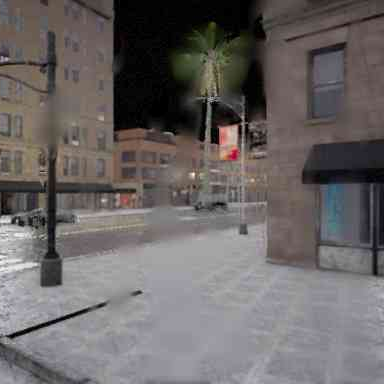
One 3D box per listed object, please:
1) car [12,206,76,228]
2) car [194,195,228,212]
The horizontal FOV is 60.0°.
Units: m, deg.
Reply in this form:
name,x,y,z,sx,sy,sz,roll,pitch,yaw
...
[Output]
name,x,y,z,sx,sy,sz,roll,pitch,yaw
car,-10.366,1.700,23.553,1.994,1.385,4.181,0,0,35
car,2.487,1.349,41.639,2.150,2.045,5.566,0,0,36
